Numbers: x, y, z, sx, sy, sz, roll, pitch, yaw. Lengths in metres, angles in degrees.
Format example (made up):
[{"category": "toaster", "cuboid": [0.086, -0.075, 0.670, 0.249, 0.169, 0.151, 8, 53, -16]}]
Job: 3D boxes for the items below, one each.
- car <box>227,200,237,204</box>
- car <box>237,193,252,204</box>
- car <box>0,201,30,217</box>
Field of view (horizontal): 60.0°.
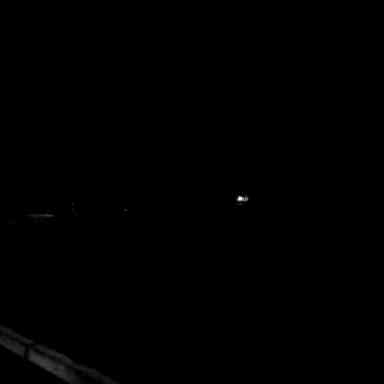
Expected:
[{"category": "car", "cuboid": [5.167, 1.469, 56.183, 2.128, 1.511, 4.902, 0, 0, 32]}, {"category": "car", "cuboid": [10.482, 1.199, 64.596, 2.150, 2.045, 5.566, 0, 0, 32]}, {"category": "car", "cuboid": [-16.726, 1.521, 28.436, 2.033, 1.411, 5.357, 0, 0, 32]}]
